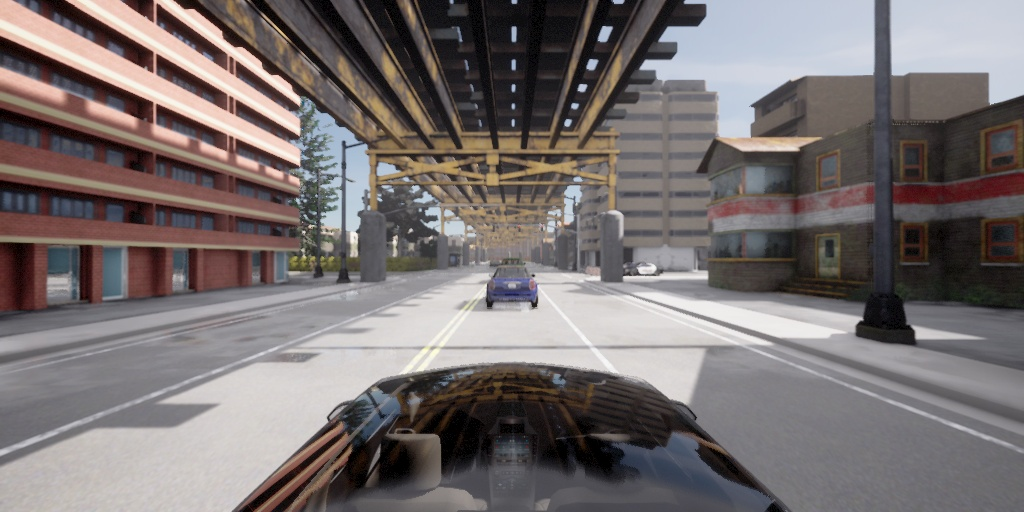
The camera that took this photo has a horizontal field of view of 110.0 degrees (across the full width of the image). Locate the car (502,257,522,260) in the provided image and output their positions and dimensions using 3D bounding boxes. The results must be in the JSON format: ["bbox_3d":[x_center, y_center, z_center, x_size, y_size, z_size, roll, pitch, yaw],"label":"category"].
[{"bbox_3d":[0.010,1.140,30.884,2.150,2.045,5.566,0,0,0],"label":"car"}]

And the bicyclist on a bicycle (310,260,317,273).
[{"bbox_3d":[-25.246,1.299,45.602,0.582,1.620,1.656,0,0,0],"label":"bicyclist on a bicycle"}]

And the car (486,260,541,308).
[{"bbox_3d":[0.007,1.199,15.961,2.097,1.767,4.553,0,0,0],"label":"car"}]
